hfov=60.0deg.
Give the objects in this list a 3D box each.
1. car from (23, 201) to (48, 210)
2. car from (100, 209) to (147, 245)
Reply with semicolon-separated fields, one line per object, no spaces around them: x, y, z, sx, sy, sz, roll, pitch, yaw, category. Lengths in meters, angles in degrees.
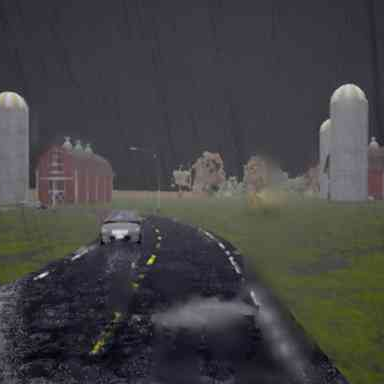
-24.532;2.112;52.099;4.181;1.385;1.994;-1;0;34;car
-3.248;1.599;16.208;2.128;1.511;4.902;0;0;-6;car
